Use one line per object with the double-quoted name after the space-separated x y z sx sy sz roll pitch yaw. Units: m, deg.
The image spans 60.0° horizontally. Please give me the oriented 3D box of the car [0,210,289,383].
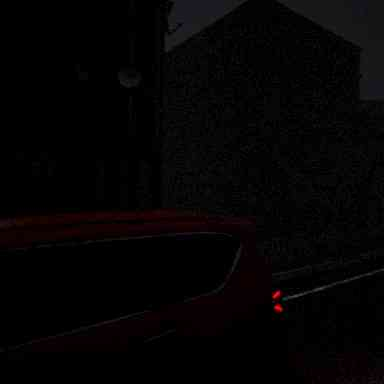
-1.651 1.222 2.518 5.566 2.045 2.150 0 0 -36 "car"
